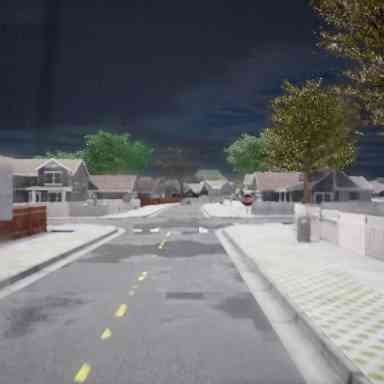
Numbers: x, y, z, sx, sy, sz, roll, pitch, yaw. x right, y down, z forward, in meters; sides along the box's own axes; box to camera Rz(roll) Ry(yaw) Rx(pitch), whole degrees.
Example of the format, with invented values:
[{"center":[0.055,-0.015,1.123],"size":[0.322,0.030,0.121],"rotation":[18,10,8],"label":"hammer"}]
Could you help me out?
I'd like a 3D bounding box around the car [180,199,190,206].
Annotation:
[{"center":[-1.536,2.281,74.288],"size":[2.128,1.511,4.902],"rotation":[0,-1,7],"label":"car"}]
